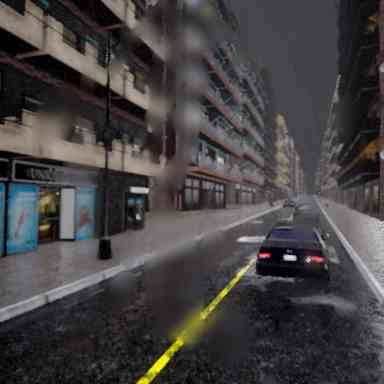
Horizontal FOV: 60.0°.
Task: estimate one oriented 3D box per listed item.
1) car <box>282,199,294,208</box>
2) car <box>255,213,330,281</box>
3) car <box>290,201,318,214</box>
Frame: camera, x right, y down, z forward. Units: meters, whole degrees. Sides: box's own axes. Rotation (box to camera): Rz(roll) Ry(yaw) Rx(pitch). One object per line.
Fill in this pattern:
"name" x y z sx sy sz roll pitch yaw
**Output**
"car" 15.719 1.898 53.688 2.033 1.411 5.357 0 0 20
"car" 3.184 1.622 10.229 2.033 1.411 5.357 0 0 20
"car" 9.772 1.775 28.527 1.994 1.385 4.181 0 0 20
